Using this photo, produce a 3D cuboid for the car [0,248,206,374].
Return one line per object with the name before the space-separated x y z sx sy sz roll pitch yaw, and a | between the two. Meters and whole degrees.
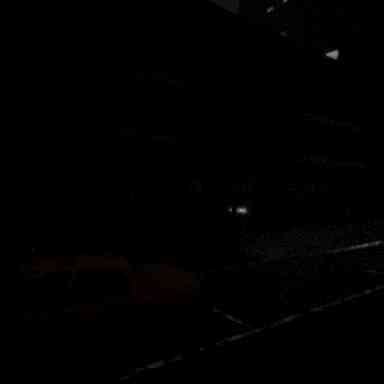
car | -2.046 1.523 4.613 4.829 1.417 1.752 0 2 -35
